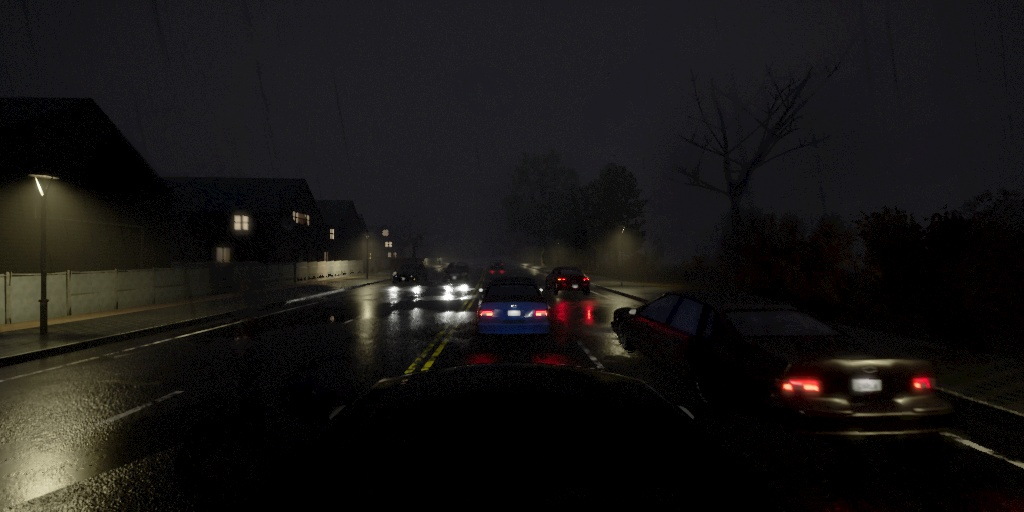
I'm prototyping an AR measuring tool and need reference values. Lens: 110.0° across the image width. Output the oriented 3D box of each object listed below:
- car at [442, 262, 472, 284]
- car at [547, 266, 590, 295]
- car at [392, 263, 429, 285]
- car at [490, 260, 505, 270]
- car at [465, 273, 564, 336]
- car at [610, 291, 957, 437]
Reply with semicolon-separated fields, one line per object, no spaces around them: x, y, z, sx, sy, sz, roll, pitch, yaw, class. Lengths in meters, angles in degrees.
-4.102;1.237;27.210;2.128;1.511;4.902;0;0;-3;car
2.953;1.279;19.529;1.812;1.442;4.674;0;0;-2;car
-7.299;1.247;26.091;1.837;1.490;4.892;0;0;-3;car
-2.188;1.262;51.724;1.812;1.442;4.674;0;0;-3;car
-0.016;1.299;10.352;2.033;1.411;5.357;0;0;-1;car
3.320;1.299;5.977;2.033;1.411;5.357;0;0;-3;car
